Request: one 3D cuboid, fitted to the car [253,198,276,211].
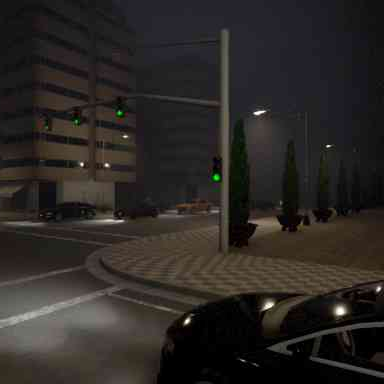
[{"bbox_3d":[9.095,1.547,42.286,2.128,1.511,4.902,0,0,35],"label":"car"}]

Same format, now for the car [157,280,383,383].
[{"bbox_3d":[1.890,1.492,2.626,4.902,1.511,2.128,0,0,36],"label":"car"}]

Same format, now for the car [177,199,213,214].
[{"bbox_3d":[0.353,1.533,36.320,1.882,1.535,5.008,0,0,35],"label":"car"}]

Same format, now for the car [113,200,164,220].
[{"bbox_3d":[-4.797,1.619,29.032,1.994,1.385,4.181,0,0,35],"label":"car"}]

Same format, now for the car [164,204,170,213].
[{"bbox_3d":[-4.552,1.603,35.445,2.033,1.411,5.357,0,0,35],"label":"car"}]

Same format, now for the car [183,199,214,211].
[{"bbox_3d":[0.899,1.619,43.135,1.994,1.385,4.181,0,0,36],"label":"car"}]

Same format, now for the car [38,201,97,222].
[{"bbox_3d":[-10.172,1.560,27.488,1.837,1.490,4.892,0,0,35],"label":"car"}]
